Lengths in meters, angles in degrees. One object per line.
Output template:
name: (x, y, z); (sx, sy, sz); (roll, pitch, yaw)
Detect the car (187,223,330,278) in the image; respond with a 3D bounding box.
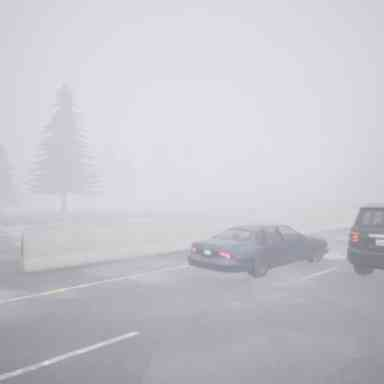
car: (2.346, 1.709, 10.734); (5.357, 1.411, 2.033); (0, -1, -40)

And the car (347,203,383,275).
car: (6.712, 1.323, 9.828); (5.566, 2.045, 2.150); (0, -1, -40)
